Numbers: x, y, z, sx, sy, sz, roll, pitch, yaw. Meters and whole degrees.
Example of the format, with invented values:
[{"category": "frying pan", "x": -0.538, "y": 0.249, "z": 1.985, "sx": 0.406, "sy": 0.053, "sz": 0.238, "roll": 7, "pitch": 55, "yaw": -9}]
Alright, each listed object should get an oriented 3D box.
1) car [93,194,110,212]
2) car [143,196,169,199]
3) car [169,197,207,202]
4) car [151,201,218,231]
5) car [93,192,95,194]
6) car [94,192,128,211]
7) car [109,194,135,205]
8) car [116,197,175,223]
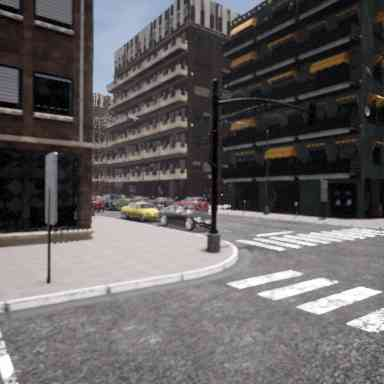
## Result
[{"category": "car", "x": -10.140, "y": 1.185, "z": 33.032, "sx": 1.887, "sy": 1.381, "sz": 4.507, "roll": 2, "pitch": 0, "yaw": -36}, {"category": "car", "x": -3.349, "y": 1.263, "z": 37.942, "sx": 2.008, "sy": 1.369, "sz": 4.403, "roll": 2, "pitch": 0, "yaw": -36}, {"category": "car", "x": -0.067, "y": 1.230, "z": 33.443, "sx": 1.967, "sy": 1.590, "sz": 4.097, "roll": 2, "pitch": 0, "yaw": -36}, {"category": "car", "x": -0.301, "y": 1.424, "z": 19.535, "sx": 2.008, "sy": 1.369, "sz": 4.403, "roll": 2, "pitch": 0, "yaw": -36}, {"category": "car", "x": -13.953, "y": 0.842, "z": 47.993, "sx": 2.097, "sy": 1.767, "sz": 4.553, "roll": 1, "pitch": 0, "yaw": -34}, {"category": "car", "x": -8.065, "y": 1.013, "z": 34.577, "sx": 2.097, "sy": 1.767, "sz": 4.553, "roll": 1, "pitch": 0, "yaw": -36}, {"category": "car", "x": -10.007, "y": 1.081, "z": 47.077, "sx": 1.752, "sy": 1.417, "sz": 4.829, "roll": 2, "pitch": 0, "yaw": -36}, {"category": "car", "x": -3.480, "y": 1.323, "z": 23.897, "sx": 1.752, "sy": 1.417, "sz": 4.829, "roll": 2, "pitch": 0, "yaw": -36}]
